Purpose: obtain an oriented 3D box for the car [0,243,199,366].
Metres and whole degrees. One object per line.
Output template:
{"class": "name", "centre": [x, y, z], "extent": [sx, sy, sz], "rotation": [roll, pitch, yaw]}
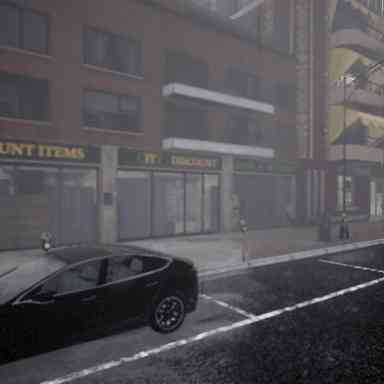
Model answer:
{"class": "car", "centre": [-1.859, 1.569, 5.228], "extent": [4.313, 1.339, 1.947], "rotation": [0, 0, -35]}
